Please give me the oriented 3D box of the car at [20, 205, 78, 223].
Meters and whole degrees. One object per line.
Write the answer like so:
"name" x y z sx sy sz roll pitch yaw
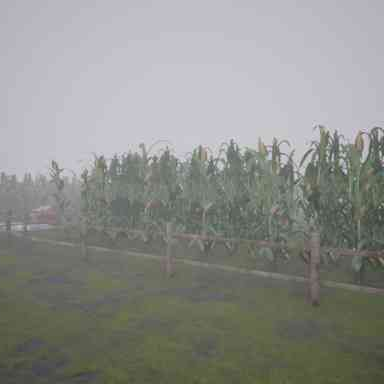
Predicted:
"car" -11.103 1.685 26.107 1.994 1.385 4.181 -1 -1 36
